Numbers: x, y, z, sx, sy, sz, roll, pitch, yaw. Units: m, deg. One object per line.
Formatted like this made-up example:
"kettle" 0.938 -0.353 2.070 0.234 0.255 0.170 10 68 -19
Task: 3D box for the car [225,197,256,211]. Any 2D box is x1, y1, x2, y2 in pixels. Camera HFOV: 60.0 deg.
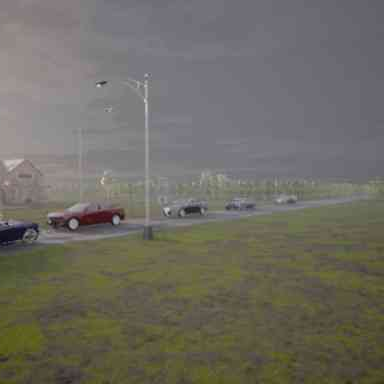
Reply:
"car" 5.324 1.262 36.128 1.994 1.385 4.181 0 0 37

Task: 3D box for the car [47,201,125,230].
"car" -6.366 1.352 20.321 1.882 1.535 5.008 0 0 36

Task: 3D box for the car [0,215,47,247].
"car" -7.826 1.527 12.435 1.895 1.301 4.718 -1 0 9

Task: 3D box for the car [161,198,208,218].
"car" -0.568 1.278 28.169 2.128 1.511 4.902 0 0 36

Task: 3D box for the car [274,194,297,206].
"car" 13.177 1.074 46.665 2.128 1.511 4.902 0 0 37
